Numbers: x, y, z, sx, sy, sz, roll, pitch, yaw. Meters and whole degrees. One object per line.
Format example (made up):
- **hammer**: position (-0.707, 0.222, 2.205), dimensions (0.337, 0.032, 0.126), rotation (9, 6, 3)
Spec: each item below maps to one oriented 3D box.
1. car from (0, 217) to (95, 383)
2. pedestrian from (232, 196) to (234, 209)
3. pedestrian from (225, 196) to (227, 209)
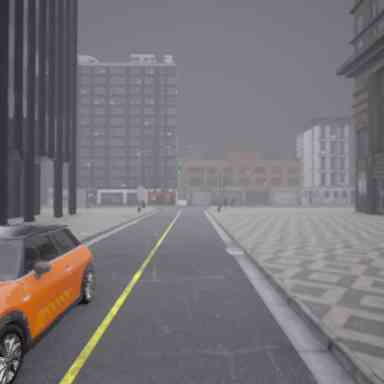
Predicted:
- **car**: position (-3.099, 1.378, 5.155), dimensions (2.097, 1.767, 4.553), rotation (0, 0, 0)
- **pedestrian**: position (5.641, 1.448, 46.072), dimensions (0.375, 1.860, 0.375), rotation (0, -1, 0)
- **pedestrian**: position (4.641, 1.449, 45.472), dimensions (0.375, 1.860, 0.375), rotation (0, -1, 0)
